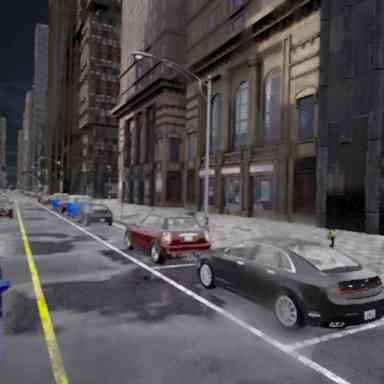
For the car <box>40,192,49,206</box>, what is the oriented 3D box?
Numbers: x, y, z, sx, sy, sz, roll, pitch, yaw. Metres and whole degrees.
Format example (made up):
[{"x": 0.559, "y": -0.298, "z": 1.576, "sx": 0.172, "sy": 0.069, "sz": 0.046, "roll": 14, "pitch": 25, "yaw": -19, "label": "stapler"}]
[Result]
[{"x": -19.913, "y": 1.065, "z": 46.939, "sx": 1.967, "sy": 1.590, "sz": 4.097, "roll": 1, "pitch": 0, "yaw": -28, "label": "car"}]

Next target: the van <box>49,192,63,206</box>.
[{"x": -14.514, "y": 1.071, "z": 36.949, "sx": 1.690, "sy": 1.788, "sz": 3.998, "roll": 1, "pitch": 0, "yaw": -28, "label": "van"}]

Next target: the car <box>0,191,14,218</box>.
[{"x": -14.912, "y": 1.045, "z": 25.570, "sx": 2.097, "sy": 1.767, "sz": 4.553, "roll": 1, "pitch": 0, "yaw": -28, "label": "car"}]

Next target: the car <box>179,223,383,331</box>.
[{"x": 1.673, "y": 1.607, "z": 6.978, "sx": 2.008, "sy": 1.369, "sz": 4.403, "roll": 1, "pitch": 0, "yaw": -28, "label": "car"}]

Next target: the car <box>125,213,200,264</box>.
[{"x": -1.023, "y": 1.441, "z": 11.973, "sx": 1.967, "sy": 1.590, "sz": 4.097, "roll": 1, "pitch": 0, "yaw": -28, "label": "car"}]

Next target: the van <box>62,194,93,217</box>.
[{"x": -9.117, "y": 1.179, "z": 26.959, "sx": 1.690, "sy": 1.788, "sz": 3.998, "roll": 1, "pitch": 0, "yaw": -28, "label": "van"}]

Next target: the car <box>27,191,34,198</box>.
[{"x": -38.133, "y": 0.825, "z": 80.659, "sx": 2.008, "sy": 1.369, "sz": 4.403, "roll": 1, "pitch": 0, "yaw": -28, "label": "car"}]

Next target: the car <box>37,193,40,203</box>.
[{"x": -22.615, "y": 1.154, "z": 51.934, "sx": 1.802, "sy": 1.307, "sz": 4.206, "roll": 1, "pitch": 0, "yaw": -28, "label": "car"}]

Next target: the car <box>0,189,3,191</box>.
[{"x": -48.302, "y": 0.346, "z": 81.561, "sx": 2.192, "sy": 1.841, "sz": 5.009, "roll": 1, "pitch": 0, "yaw": -28, "label": "car"}]

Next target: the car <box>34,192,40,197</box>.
[{"x": -25.307, "y": 0.835, "z": 56.929, "sx": 2.192, "sy": 1.841, "sz": 5.009, "roll": 1, "pitch": 0, "yaw": -28, "label": "car"}]

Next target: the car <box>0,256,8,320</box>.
[{"x": -3.376, "y": 1.404, "z": 4.002, "sx": 1.882, "sy": 1.535, "sz": 5.008, "roll": 1, "pitch": 0, "yaw": -28, "label": "car"}]

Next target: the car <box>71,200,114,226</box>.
[{"x": -6.423, "y": 1.443, "z": 21.964, "sx": 2.008, "sy": 1.369, "sz": 4.403, "roll": 1, "pitch": 0, "yaw": -28, "label": "car"}]

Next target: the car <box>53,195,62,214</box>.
[{"x": -11.820, "y": 1.329, "z": 31.954, "sx": 1.887, "sy": 1.381, "sz": 4.507, "roll": 1, "pitch": 0, "yaw": -28, "label": "car"}]
